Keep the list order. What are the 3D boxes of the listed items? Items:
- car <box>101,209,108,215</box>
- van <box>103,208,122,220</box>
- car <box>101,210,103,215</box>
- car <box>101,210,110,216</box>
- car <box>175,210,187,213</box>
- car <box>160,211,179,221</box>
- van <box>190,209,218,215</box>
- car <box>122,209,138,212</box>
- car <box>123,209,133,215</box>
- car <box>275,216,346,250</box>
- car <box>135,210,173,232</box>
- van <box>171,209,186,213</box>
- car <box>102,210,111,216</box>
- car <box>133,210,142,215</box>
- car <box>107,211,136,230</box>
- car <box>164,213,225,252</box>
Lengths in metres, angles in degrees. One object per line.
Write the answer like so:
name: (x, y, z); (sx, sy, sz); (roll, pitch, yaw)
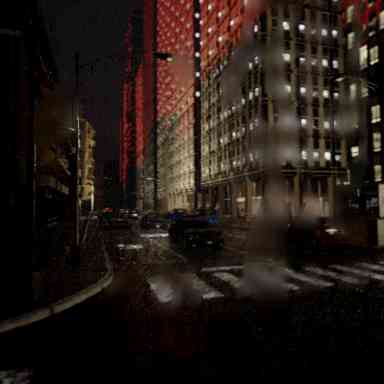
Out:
car: (-23.962, 5.443, 90.942); (1.752, 1.417, 4.829); (0, -3, -16)
van: (-11.431, 3.324, 47.754); (1.690, 1.788, 3.998); (0, -3, -16)
car: (-16.149, 4.024, 64.015); (2.192, 1.841, 5.009); (0, -3, -16)
car: (-20.863, 4.987, 80.264); (2.008, 1.369, 4.403); (0, -3, -16)
car: (-0.236, 3.102, 39.238); (2.008, 1.369, 4.403); (0, -3, -16)
car: (-3.381, 3.598, 50.077); (1.947, 1.339, 4.313); (0, -3, -16)
van: (1.335, 2.653, 33.826); (1.690, 1.788, 3.998); (0, -3, -16)
car: (-9.023, 3.572, 49.062); (2.033, 1.411, 5.357); (0, -3, -16)
car: (-16.333, 5.131, 85.068); (2.128, 1.511, 4.902); (0, -3, -16)
car: (6.053, 2.034, 17.562); (1.967, 1.590, 4.097); (0, -3, -16)
car: (-3.453, 2.652, 29.553); (2.128, 1.511, 4.902); (0, -3, -16)
van: (-1.809, 3.133, 44.667); (1.690, 1.788, 3.998); (0, -3, -16)
car: (-19.291, 4.759, 74.844); (1.947, 1.339, 4.313); (0, -3, -16)
car: (-14.388, 5.312, 88.015); (1.802, 1.307, 4.206); (0, -3, -16)
car: (-6.713, 2.813, 31.485); (2.008, 1.369, 4.403); (0, -3, -16)
car: (0.107, 2.096, 17.270); (1.882, 1.535, 5.008); (0, -2, -16)
